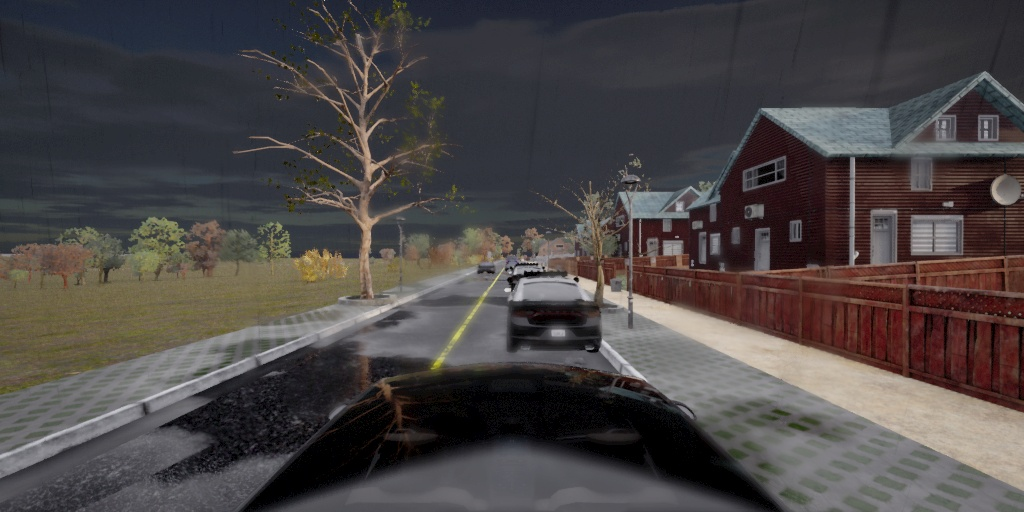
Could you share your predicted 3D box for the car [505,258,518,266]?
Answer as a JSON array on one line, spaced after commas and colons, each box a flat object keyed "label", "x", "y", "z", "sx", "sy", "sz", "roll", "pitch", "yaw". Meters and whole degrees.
[{"label": "car", "x": 0.079, "y": 1.332, "z": 47.273, "sx": 1.994, "sy": 1.385, "sz": 4.181, "roll": 0, "pitch": 0, "yaw": 0}]

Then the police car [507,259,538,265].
[{"label": "police car", "x": 0.839, "y": 1.178, "z": 19.000, "sx": 1.930, "sy": 1.638, "sz": 5.238, "roll": 0, "pitch": 0, "yaw": 0}]

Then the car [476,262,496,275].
[{"label": "car", "x": -2.718, "y": 1.309, "z": 38.927, "sx": 2.033, "sy": 1.411, "sz": 5.357, "roll": 0, "pitch": 0, "yaw": 0}]

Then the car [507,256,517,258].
[{"label": "car", "x": 0.054, "y": 1.005, "z": 62.037, "sx": 2.150, "sy": 2.045, "sz": 5.566, "roll": 0, "pitch": 0, "yaw": 0}]

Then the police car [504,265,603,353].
[{"label": "police car", "x": 0.831, "y": 1.176, "z": 9.000, "sx": 1.930, "sy": 1.638, "sz": 5.238, "roll": 0, "pitch": 0, "yaw": 0}]
